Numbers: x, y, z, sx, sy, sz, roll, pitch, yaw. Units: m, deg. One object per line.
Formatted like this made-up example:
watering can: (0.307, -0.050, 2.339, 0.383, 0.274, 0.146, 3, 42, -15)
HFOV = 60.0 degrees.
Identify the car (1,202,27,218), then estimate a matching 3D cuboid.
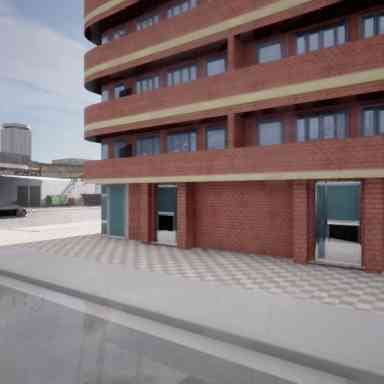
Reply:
car: (-16.231, 1.564, 27.926, 1.994, 1.385, 4.181, 0, 0, 34)
